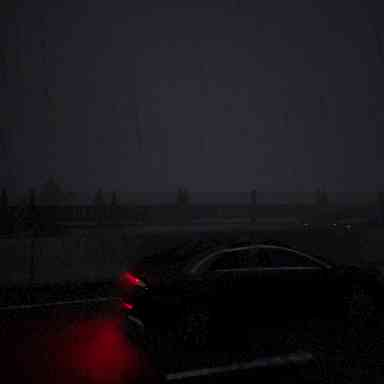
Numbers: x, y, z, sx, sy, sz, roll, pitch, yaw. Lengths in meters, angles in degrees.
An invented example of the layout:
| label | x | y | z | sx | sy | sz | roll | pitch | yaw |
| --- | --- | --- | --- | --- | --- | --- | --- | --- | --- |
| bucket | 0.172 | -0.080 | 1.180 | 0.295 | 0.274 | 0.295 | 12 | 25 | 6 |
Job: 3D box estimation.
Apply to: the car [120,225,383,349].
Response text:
| label | x | y | z | sx | sy | sz | roll | pitch | yaw |
| --- | --- | --- | --- | --- | --- | --- | --- | --- | --- |
| car | 1.181 | 1.575 | 6.136 | 4.902 | 1.511 | 2.128 | 0 | -1 | -16 |

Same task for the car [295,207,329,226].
| label | x | y | z | sx | sy | sz | roll | pitch | yaw |
| --- | --- | --- | --- | --- | --- | --- | --- | --- | --- |
| car | 9.372 | 1.790 | 22.344 | 4.892 | 1.490 | 1.837 | 0 | -1 | -9 |

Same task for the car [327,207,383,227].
| label | x | y | z | sx | sy | sz | roll | pitch | yaw |
| --- | --- | --- | --- | --- | --- | --- | --- | --- | --- |
| car | 10.935 | 1.788 | 19.119 | 5.357 | 1.411 | 2.033 | 0 | -1 | -8 |
